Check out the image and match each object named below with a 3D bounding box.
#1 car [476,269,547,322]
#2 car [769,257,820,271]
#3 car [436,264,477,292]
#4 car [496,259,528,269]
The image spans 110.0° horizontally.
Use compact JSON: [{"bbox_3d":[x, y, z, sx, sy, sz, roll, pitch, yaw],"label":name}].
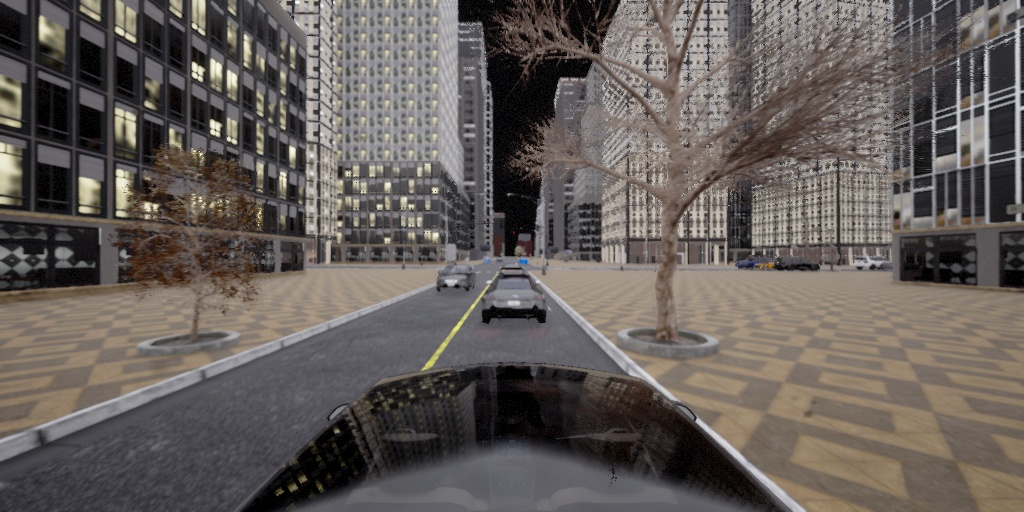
[{"bbox_3d":[0.057,1.306,12.204,1.994,1.385,4.181,0,0,0],"label":"car"},{"bbox_3d":[39.535,1.171,49.840,5.566,2.045,2.150,0,0,-2],"label":"car"},{"bbox_3d":[-3.160,1.226,21.002,2.128,1.511,4.902,0,0,0],"label":"car"},{"bbox_3d":[0.004,1.221,27.225,2.128,1.511,4.902,0,0,0],"label":"car"}]
